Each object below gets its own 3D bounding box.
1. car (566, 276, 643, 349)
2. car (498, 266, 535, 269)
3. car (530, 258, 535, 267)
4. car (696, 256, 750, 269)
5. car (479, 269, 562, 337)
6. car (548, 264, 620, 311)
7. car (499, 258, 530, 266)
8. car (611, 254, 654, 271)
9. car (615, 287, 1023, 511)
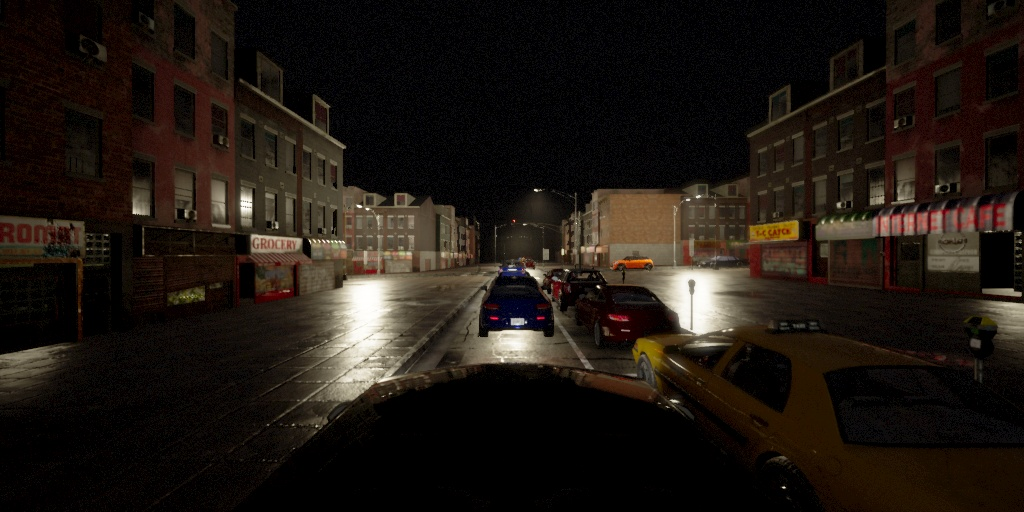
[{"bbox_3d":[2.644,1.333,8.881,1.802,1.307,4.207,0,0,0],"label":"car"},{"bbox_3d":[0.117,1.357,17.579,1.895,1.301,4.718,0,0,0],"label":"car"},{"bbox_3d":[2.679,1.307,57.154,1.967,1.591,4.097,0,0,0],"label":"car"},{"bbox_3d":[23.735,0.661,40.327,5.357,1.411,2.033,-1,0,0],"label":"car"},{"bbox_3d":[0.080,1.277,10.171,1.812,1.442,4.674,0,0,-1],"label":"car"},{"bbox_3d":[2.648,1.193,14.347,1.967,1.591,4.097,0,0,0],"label":"car"},{"bbox_3d":[0.007,1.124,27.478,2.097,1.767,4.553,0,0,0],"label":"car"},{"bbox_3d":[13.385,0.734,40.315,4.553,1.767,2.097,-1,0,0],"label":"car"},{"bbox_3d":[2.640,1.275,3.584,1.751,1.417,4.829,0,0,0],"label":"car"}]
